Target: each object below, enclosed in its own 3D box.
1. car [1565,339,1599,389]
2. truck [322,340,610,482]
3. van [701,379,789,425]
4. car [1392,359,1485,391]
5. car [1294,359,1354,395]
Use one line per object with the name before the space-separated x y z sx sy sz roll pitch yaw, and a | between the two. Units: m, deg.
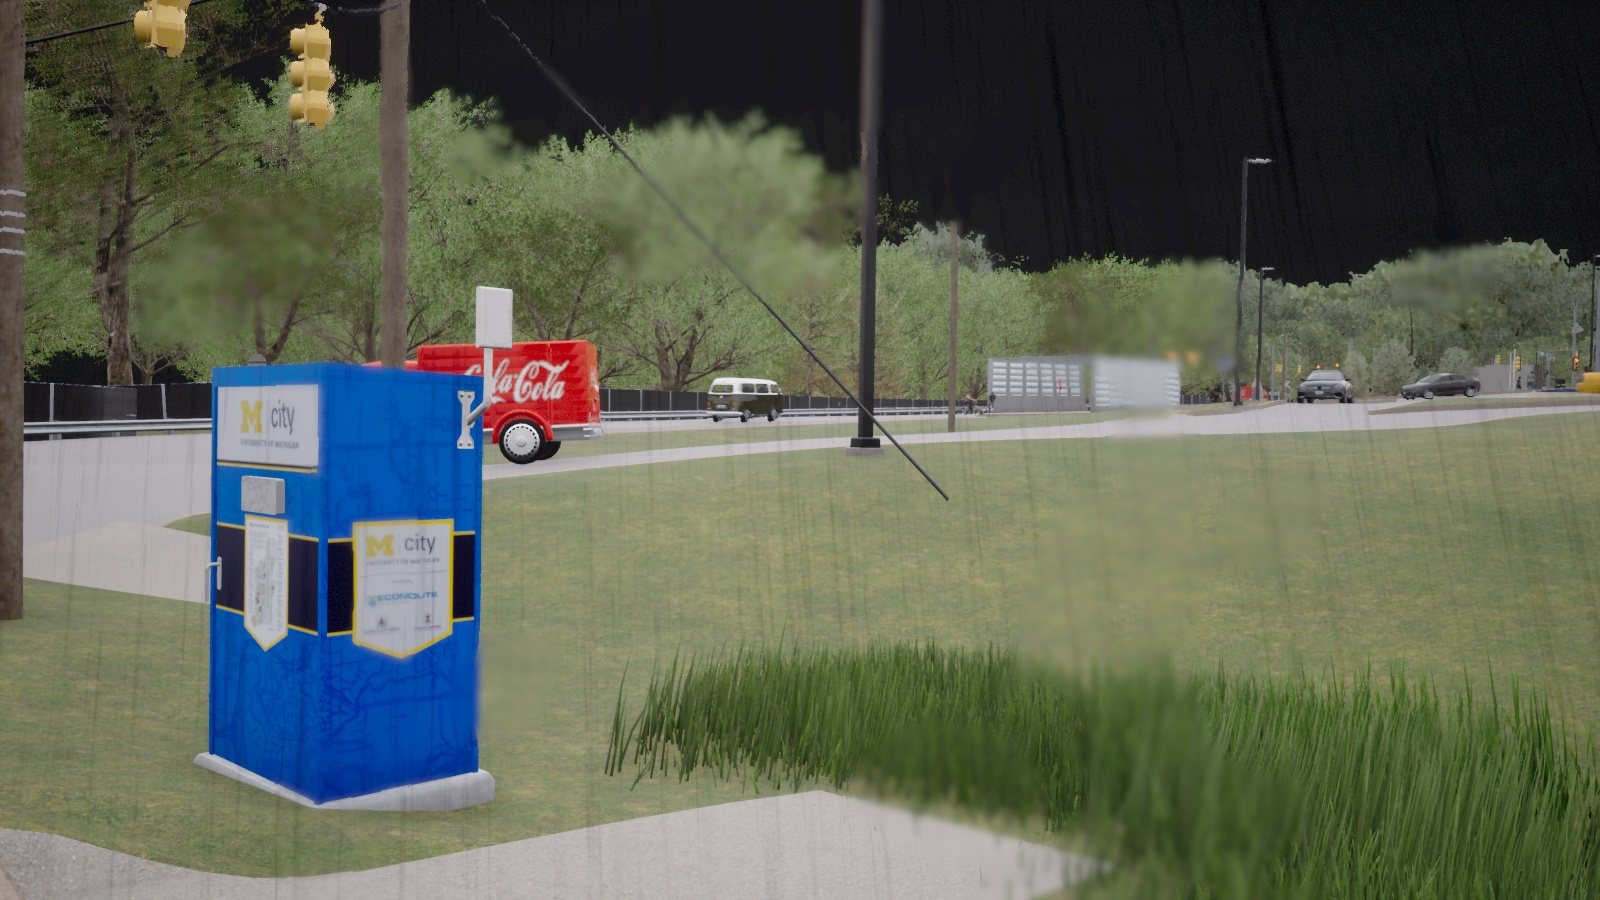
car | 27.498 -2.787 39.725 1.801 1.575 5.366 -1 1 -34
truck | -6.766 -0.800 26.067 5.204 2.467 2.627 -4 1 -3
van | -2.514 -2.267 58.493 2.069 2.038 4.480 1 3 29
car | 38.755 -4.552 76.213 4.892 1.490 1.837 -5 4 -12
car | 22.180 -3.059 53.058 1.812 1.442 4.674 1 3 29
